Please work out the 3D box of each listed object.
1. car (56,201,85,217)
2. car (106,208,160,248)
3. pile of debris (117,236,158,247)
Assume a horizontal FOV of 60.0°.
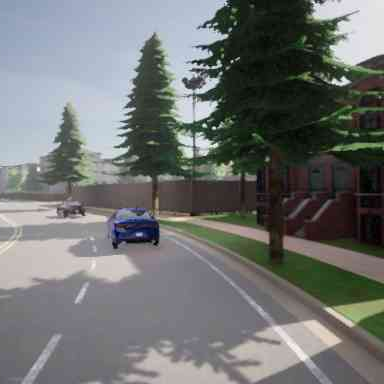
[{"bbox_3d":[-11.464,1.559,31.471,1.812,1.442,4.674,0,0,-33],"label":"car"},{"bbox_3d":[-2.777,1.474,15.083,1.882,1.535,5.008,0,0,-18],"label":"car"},{"bbox_3d":[-2.441,2.170,14.598,1.500,0.140,1.860,0,0,-18],"label":"pile of debris"}]
